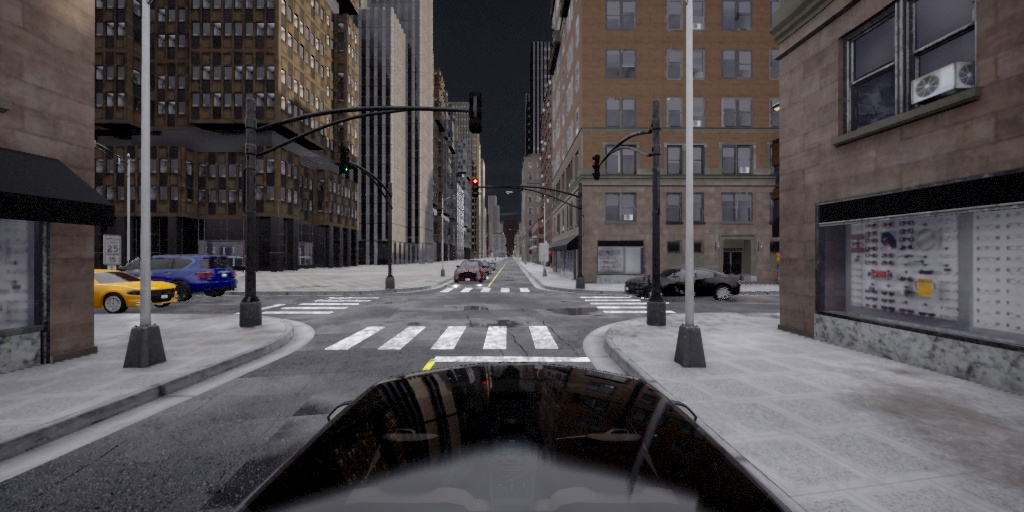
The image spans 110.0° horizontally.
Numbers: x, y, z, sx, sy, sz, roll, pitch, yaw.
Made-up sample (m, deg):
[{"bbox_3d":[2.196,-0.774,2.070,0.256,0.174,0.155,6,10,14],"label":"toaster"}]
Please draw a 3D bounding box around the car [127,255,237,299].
[{"bbox_3d":[-15.901,0.980,16.456,5.566,2.045,2.150,0,0,-1],"label":"car"}]

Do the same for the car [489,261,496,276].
[{"bbox_3d":[-3.171,1.299,38.087,2.033,1.411,5.357,0,0,0],"label":"car"}]

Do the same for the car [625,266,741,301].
[{"bbox_3d":[7.785,1.229,16.595,5.008,1.535,1.882,0,0,-2],"label":"car"}]

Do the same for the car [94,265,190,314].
[{"bbox_3d":[-15.367,1.232,13.261,5.008,1.535,1.882,0,0,0],"label":"car"}]

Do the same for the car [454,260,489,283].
[{"bbox_3d":[-3.156,1.103,27.828,2.097,1.767,4.553,0,0,0],"label":"car"}]
